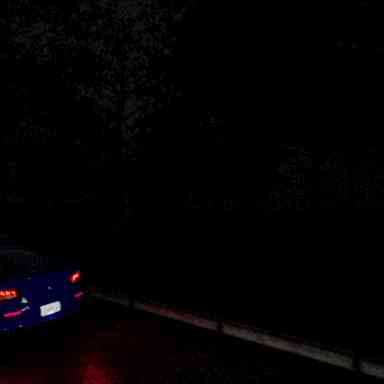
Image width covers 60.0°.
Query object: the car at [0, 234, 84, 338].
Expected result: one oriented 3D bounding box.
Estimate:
[{"bbox_3d":[-3.925,1.530,6.165,4.674,1.442,1.812,0,0,35],"label":"car"}]
